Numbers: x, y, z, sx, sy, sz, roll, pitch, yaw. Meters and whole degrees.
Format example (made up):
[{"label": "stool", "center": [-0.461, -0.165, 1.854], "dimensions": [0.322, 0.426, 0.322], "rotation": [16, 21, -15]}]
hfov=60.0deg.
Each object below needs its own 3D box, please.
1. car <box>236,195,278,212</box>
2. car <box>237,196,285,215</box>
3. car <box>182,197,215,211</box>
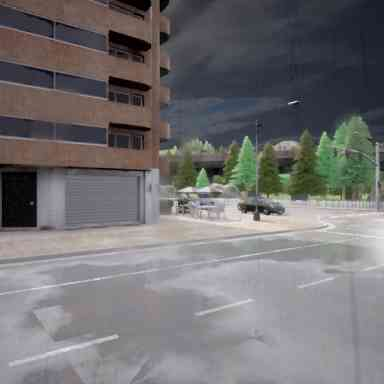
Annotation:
[{"label": "car", "center": [7.363, 1.299, 38.181], "dimensions": [2.097, 1.767, 4.553], "rotation": [0, 0, -37]}, {"label": "car", "center": [6.948, 1.299, 32.822], "dimensions": [2.097, 1.767, 4.553], "rotation": [0, 0, -36]}, {"label": "car", "center": [1.410, 1.494, 40.542], "dimensions": [2.033, 1.411, 5.357], "rotation": [0, 0, -36]}]
